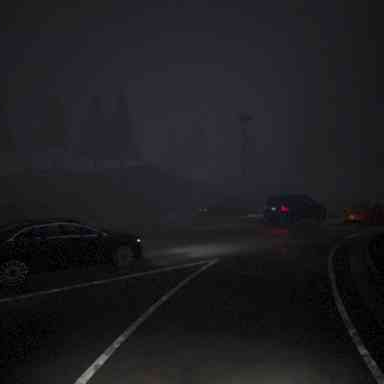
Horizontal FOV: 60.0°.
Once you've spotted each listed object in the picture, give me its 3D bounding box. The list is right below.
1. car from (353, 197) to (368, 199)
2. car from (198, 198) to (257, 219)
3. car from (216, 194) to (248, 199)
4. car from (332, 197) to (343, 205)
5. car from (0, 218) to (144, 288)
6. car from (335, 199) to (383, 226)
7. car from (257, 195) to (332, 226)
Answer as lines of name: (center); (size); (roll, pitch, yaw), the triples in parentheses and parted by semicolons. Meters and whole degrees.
car: (24.302, 1.464, 47.710); (5.008, 1.535, 1.882); (0, 0, -41)
car: (2.988, 1.540, 29.073); (5.357, 1.411, 2.033); (0, 0, -41)
car: (4.793, 1.214, 35.301); (5.566, 2.045, 2.150); (0, 0, -41)
car: (22.131, 1.512, 50.459); (4.674, 1.442, 1.812); (0, 0, -41)
car: (-3.676, 1.488, 9.299); (4.902, 1.511, 2.128); (0, 0, -41)
car: (12.298, 1.471, 23.266); (5.008, 1.535, 1.882); (0, 0, -41)
car: (7.375, 1.214, 23.610); (5.566, 2.045, 2.150); (0, 0, -41)
